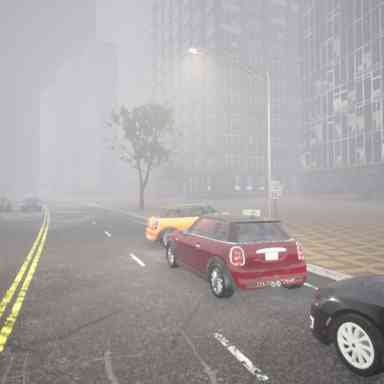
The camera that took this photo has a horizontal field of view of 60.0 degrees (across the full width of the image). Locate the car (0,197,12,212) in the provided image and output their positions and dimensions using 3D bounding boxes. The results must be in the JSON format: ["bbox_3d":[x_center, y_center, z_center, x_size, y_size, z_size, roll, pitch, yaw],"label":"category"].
[{"bbox_3d":[-21.900,1.388,38.041,2.097,1.767,4.553,0,0,-24],"label":"car"}]

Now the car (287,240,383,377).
[{"bbox_3d":[3.605,1.505,3.415,1.837,1.490,4.892,0,0,-36],"label":"car"}]

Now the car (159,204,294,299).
[{"bbox_3d":[0.856,1.354,8.879,2.097,1.767,4.553,0,0,-22],"label":"car"}]

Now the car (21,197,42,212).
[{"bbox_3d":[-18.934,1.391,39.370,2.097,1.767,4.553,0,0,-24],"label":"car"}]

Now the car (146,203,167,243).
[{"bbox_3d":[0.321,1.276,14.517,4.553,1.767,2.097,-3,1,-18],"label":"car"}]
